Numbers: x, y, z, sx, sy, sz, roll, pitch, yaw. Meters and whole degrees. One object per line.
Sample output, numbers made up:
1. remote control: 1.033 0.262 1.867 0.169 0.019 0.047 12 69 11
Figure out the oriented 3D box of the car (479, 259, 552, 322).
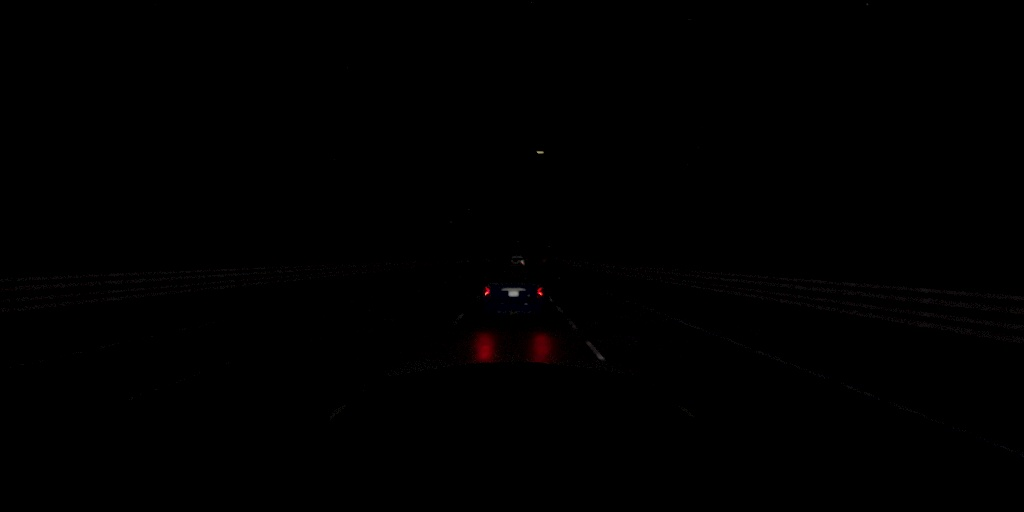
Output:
1. car: 0.063 1.126 12.631 2.097 1.767 4.553 0 0 0
